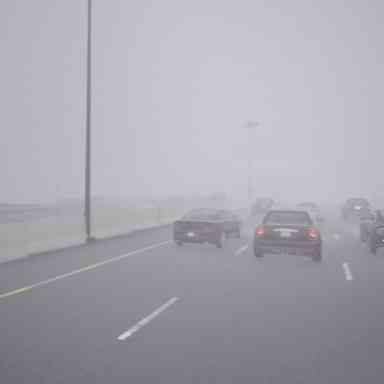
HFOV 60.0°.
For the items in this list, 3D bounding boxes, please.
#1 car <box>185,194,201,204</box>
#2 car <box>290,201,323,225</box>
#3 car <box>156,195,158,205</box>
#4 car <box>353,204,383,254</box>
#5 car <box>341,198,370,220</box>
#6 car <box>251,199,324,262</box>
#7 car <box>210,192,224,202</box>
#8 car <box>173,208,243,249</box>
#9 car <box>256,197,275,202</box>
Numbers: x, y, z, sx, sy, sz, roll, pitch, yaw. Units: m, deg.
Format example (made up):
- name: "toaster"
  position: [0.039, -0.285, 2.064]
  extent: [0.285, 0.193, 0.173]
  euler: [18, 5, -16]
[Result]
- name: "car"
  position: [0.975, 1.163, 53.492]
  extent: [2.097, 1.767, 4.553]
  euler: [0, 0, 22]
- name: "car"
  position: [8.642, 1.455, 24.866]
  extent: [2.033, 1.411, 5.357]
  euler: [0, 0, 22]
- name: "car"
  position: [-5.775, 1.280, 55.450]
  extent: [1.882, 1.535, 5.008]
  euler: [0, 0, 22]
- name: "car"
  position: [7.719, 1.443, 12.895]
  extent: [2.128, 1.511, 4.902]
  euler: [0, 0, 22]
- name: "car"
  position: [13.194, 1.250, 26.806]
  extent: [2.097, 1.767, 4.553]
  euler: [0, 0, 22]
- name: "car"
  position: [3.683, 1.309, 12.230]
  extent: [2.097, 1.767, 4.553]
  euler: [0, 0, 22]
- name: "car"
  position: [3.977, 1.036, 51.581]
  extent: [2.150, 2.045, 5.566]
  euler: [0, 0, 22]
- name: "car"
  position: [0.883, 1.424, 14.653]
  extent: [1.882, 1.535, 5.008]
  euler: [0, 0, 22]
- name: "car"
  position: [6.683, 1.241, 29.375]
  extent: [2.097, 1.767, 4.553]
  euler: [0, 0, 22]
